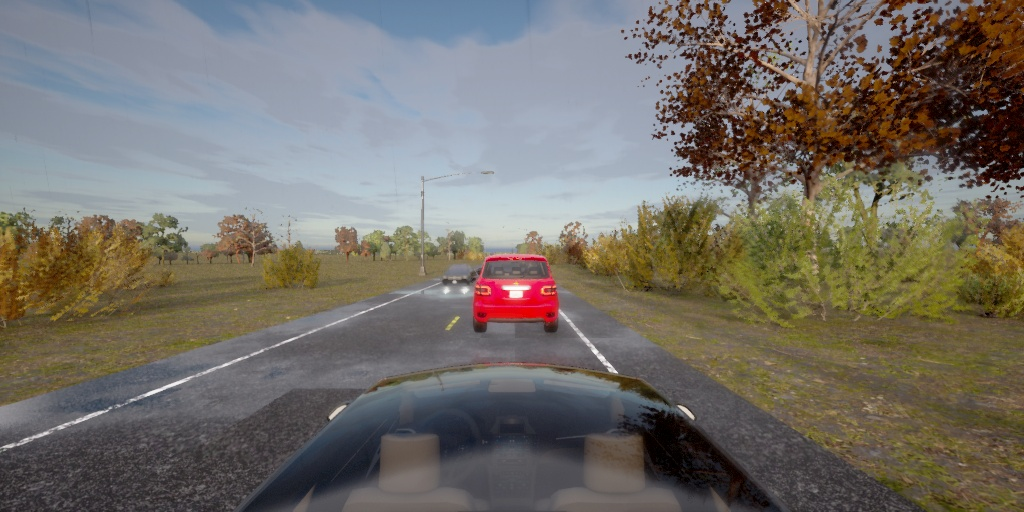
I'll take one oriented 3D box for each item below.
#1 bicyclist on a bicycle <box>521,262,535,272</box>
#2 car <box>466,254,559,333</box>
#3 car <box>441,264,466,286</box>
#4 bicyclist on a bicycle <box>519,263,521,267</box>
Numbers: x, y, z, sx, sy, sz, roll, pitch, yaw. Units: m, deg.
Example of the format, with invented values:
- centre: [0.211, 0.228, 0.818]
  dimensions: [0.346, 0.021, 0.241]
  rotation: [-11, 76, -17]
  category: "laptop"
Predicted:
- centre: [0.932, 1.114, 18.614]
  dimensions: [0.659, 1.776, 1.843]
  rotation: [0, 0, 0]
  category: "bicyclist on a bicycle"
- centre: [0.086, 0.968, 10.907]
  dimensions: [2.150, 2.045, 5.566]
  rotation: [0, 0, 0]
  category: "car"
- centre: [-3.668, 1.289, 25.624]
  dimensions: [2.033, 1.411, 5.357]
  rotation: [0, 0, 0]
  category: "car"
- centre: [0.887, 1.111, 28.627]
  dimensions: [0.659, 1.776, 1.843]
  rotation: [0, 0, 0]
  category: "bicyclist on a bicycle"
